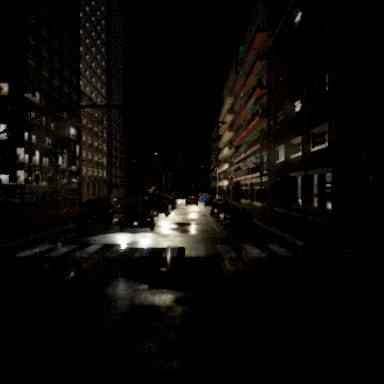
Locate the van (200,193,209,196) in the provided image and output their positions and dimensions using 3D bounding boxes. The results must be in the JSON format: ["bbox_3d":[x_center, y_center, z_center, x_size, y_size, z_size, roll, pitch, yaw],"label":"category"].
[{"bbox_3d":[2.675,1.270,65.112,1.690,1.788,3.998,0,0,0],"label":"van"}]

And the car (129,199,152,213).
[{"bbox_3d":[-5.701,1.514,37.474,1.947,1.339,4.313,0,0,0],"label":"car"}]

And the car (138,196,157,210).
[{"bbox_3d":[-5.702,1.383,43.002,1.967,1.590,4.097,0,0,0],"label":"car"}]

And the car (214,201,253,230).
[{"bbox_3d":[2.682,1.513,20.892,1.887,1.381,4.507,0,0,0],"label":"car"}]

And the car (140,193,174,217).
[{"bbox_3d":[-3.086,1.178,30.513,2.150,2.045,5.566,0,0,0],"label":"car"}]

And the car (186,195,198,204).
[{"bbox_3d":[-0.009,1.423,61.198,2.128,1.511,4.902,0,0,0],"label":"car"}]

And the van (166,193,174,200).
[{"bbox_3d":[-5.709,1.262,87.222,1.690,1.788,3.998,0,0,0],"label":"van"}]

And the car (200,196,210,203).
[{"bbox_3d":[2.675,1.471,70.641,1.887,1.381,4.507,0,0,0],"label":"car"}]

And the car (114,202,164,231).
[{"bbox_3d":[-3.088,1.534,20.230,1.994,1.385,4.181,0,0,1],"label":"car"}]

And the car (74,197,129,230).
[{"bbox_3d":[-5.699,1.284,20.891,2.192,1.841,5.009,0,0,0],"label":"car"}]

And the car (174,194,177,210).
[{"bbox_3d":[-3.076,1.168,41.321,2.150,2.045,5.566,0,0,1],"label":"car"}]

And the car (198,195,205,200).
[{"bbox_3d":[2.672,1.487,92.751,1.947,1.339,4.313,0,0,0],"label":"car"}]

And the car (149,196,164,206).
[{"bbox_3d":[-5.703,1.461,53.887,1.752,1.417,4.829,0,0,0],"label":"car"}]

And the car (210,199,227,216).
[{"bbox_3d":[2.681,1.506,26.419,1.887,1.381,4.507,0,0,0],"label":"car"}]

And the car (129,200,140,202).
[{"bbox_3d":[-5.700,1.499,31.946,1.887,1.381,4.507,0,0,0],"label":"car"}]

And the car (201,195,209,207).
[{"bbox_3d":[2.678,1.505,48.530,1.947,1.339,4.313,0,0,0],"label":"car"}]

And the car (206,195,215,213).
[{"bbox_3d":[2.680,1.394,31.947,1.967,1.590,4.097,0,0,0],"label":"car"}]

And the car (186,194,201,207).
[{"bbox_3d":[-0.008,1.415,50.776,1.882,1.535,5.008,0,0,0],"label":"car"}]

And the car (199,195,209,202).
[{"bbox_3d":[2.674,1.474,76.168,2.008,1.369,4.403,0,0,0],"label":"car"}]

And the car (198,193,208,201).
[{"bbox_3d":[2.671,1.237,81.696,2.192,1.841,5.009,0,0,0],"label":"car"}]
